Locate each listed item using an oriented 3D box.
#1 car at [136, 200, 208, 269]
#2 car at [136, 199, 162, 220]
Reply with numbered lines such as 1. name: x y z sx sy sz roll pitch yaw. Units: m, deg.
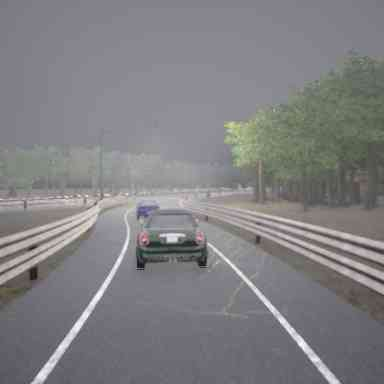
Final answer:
1. car: -0.766 1.351 11.456 2.097 1.767 4.553 0 0 -6
2. car: -3.808 1.449 28.730 1.882 1.535 5.008 -1 0 -11
